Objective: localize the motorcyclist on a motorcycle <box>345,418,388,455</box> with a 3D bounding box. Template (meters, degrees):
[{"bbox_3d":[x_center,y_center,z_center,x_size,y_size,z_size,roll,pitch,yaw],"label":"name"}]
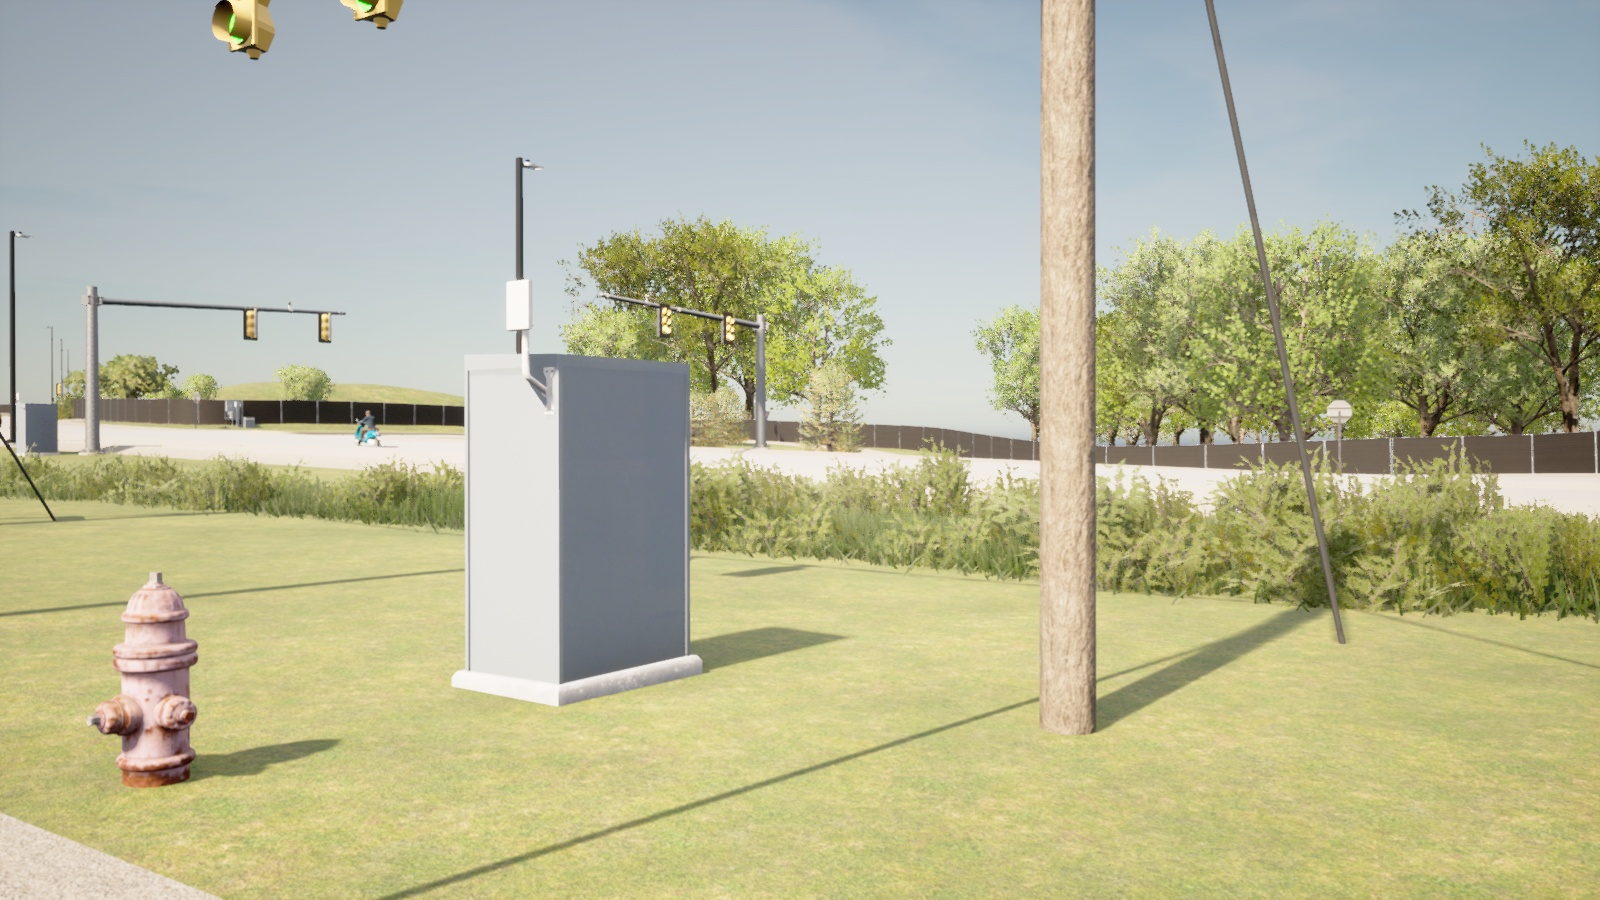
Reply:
[{"bbox_3d":[-18.957,-0.581,54.900,1.817,1.590,0.866,1,1,35],"label":"motorcyclist on a motorcycle"}]
